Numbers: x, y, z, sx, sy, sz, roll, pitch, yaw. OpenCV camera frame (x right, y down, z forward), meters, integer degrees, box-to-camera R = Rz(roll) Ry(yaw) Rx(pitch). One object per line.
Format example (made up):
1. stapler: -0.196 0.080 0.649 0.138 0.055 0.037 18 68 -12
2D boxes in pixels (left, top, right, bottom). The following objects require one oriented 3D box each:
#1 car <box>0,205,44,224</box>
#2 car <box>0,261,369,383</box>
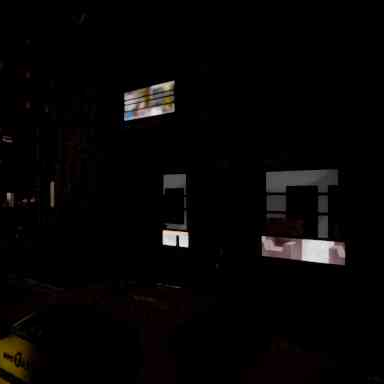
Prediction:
1. car: -14.601 1.868 27.744 1.994 1.385 4.181 0 -1 35
2. car: -0.825 1.525 3.444 4.829 1.417 1.752 0 0 35
